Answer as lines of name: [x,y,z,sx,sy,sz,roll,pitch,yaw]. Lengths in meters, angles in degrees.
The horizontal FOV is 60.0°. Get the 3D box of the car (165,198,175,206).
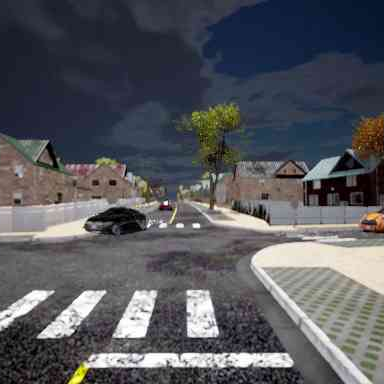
car: [-4.841,2.214,74.036,2.128,1.511,4.902,0,-1,-3]

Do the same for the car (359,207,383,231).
car: [13.219,1.692,21.679,4.553,1.767,2.097,1,-3,-19]

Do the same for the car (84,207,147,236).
car: [-4.271,1.625,19.525,1.812,1.442,4.674,3,0,21]

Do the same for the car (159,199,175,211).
car: [-3.653,1.971,46.709,1.895,1.301,4.718,0,-1,-2]
